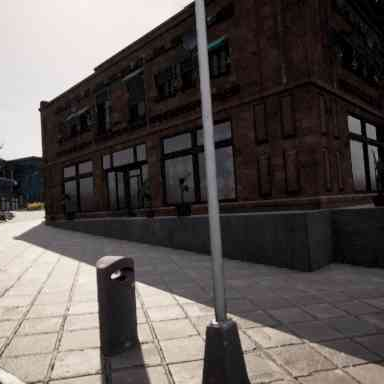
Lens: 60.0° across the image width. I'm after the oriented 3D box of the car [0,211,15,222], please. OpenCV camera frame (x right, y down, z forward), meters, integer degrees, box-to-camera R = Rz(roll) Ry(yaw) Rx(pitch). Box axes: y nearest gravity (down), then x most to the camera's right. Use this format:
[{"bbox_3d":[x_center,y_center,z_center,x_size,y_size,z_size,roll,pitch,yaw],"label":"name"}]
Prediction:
[{"bbox_3d":[-17.408,2.025,27.727,2.033,1.411,5.357,-4,1,12],"label":"car"}]
